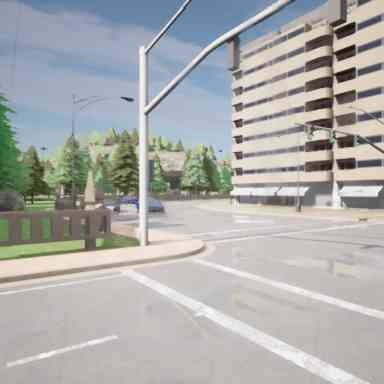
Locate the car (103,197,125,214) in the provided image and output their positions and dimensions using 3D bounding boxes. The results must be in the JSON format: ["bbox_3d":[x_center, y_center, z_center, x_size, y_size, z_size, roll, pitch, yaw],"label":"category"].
[{"bbox_3d":[-8.652,1.433,34.639,2.128,1.511,4.902,0,0,-20],"label":"car"}]

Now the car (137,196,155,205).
[{"bbox_3d":[-7.719,1.464,56.498,1.812,1.442,4.674,0,0,9],"label":"car"}]

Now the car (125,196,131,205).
[{"bbox_3d":[-11.014,1.417,58.116,1.882,1.535,5.008,0,0,10],"label":"car"}]

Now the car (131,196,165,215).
[{"bbox_3d":[-4.284,1.419,33.267,1.882,1.535,5.008,0,0,-25],"label":"car"}]
